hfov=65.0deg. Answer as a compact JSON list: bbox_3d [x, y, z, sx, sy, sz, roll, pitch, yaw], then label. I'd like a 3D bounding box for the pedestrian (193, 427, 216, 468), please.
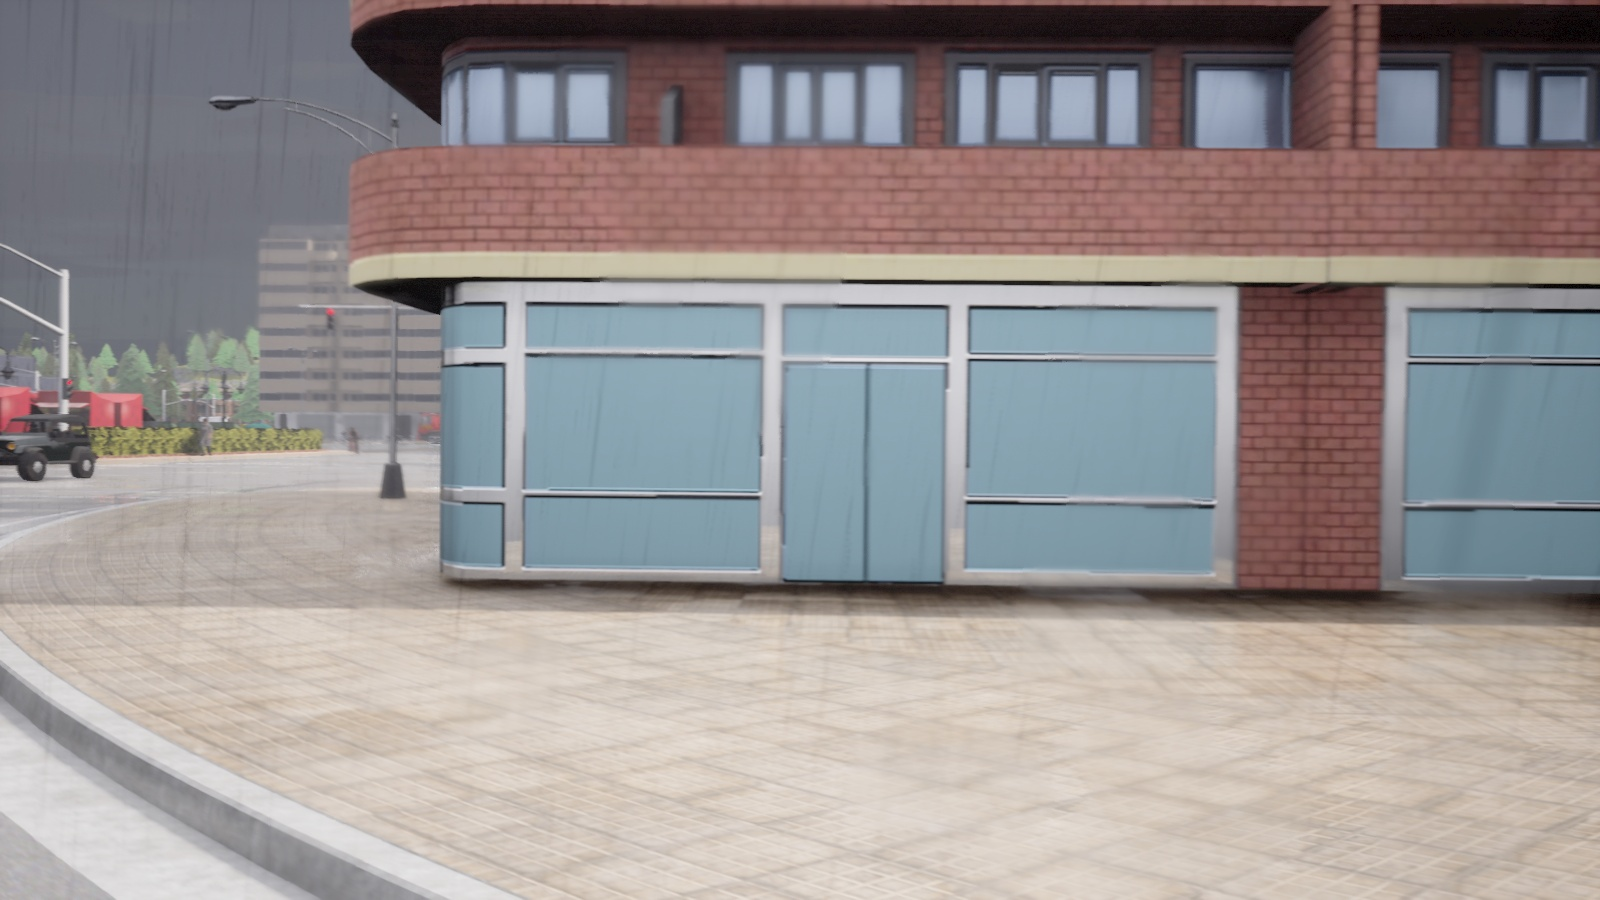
[{"bbox_3d":[-28.405,-0.131,59.883,0.659,1.952,0.873,0,1,1],"label":"pedestrian"}]

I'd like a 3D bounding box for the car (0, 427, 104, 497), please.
[{"bbox_3d":[-21.859,0.301,35.737,1.905,1.878,3.866,-1,1,1],"label":"car"}]
